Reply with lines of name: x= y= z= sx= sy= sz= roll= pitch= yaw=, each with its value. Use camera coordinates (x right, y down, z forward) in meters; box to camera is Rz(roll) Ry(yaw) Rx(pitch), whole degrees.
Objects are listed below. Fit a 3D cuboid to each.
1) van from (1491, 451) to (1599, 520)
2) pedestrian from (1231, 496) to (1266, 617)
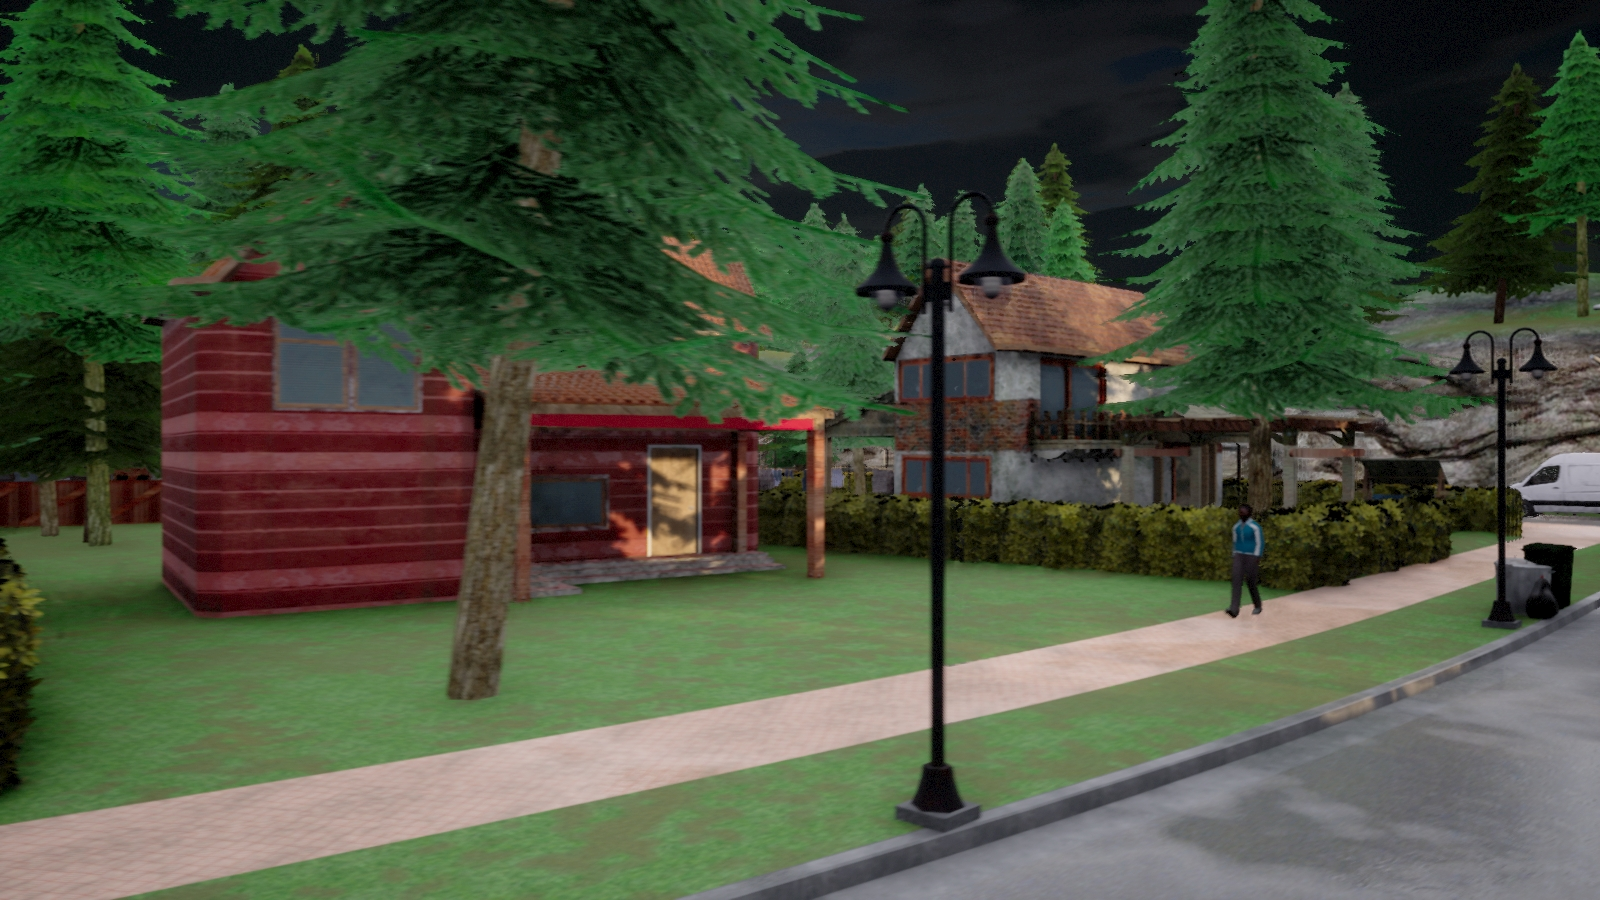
van: x=30.000 y=1.338 z=43.600 sx=5.915 sy=2.561 sz=1.988 roll=0 pitch=0 yaw=44
pedestrian: x=7.087 y=1.666 z=18.057 sx=0.375 sy=1.860 sz=0.375 roll=0 pitch=0 yaw=-40
